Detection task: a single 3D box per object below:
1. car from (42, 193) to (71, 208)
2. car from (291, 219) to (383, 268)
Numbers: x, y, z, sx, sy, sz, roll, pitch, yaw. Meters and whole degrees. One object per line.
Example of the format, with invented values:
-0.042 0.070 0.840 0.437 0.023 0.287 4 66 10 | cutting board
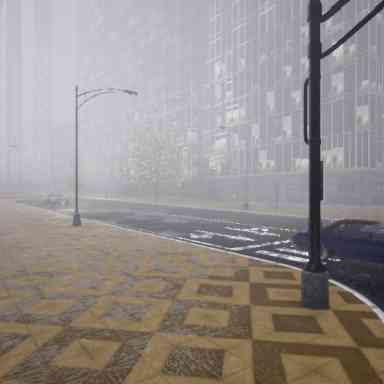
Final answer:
-14.292 0.832 34.970 2.128 1.511 4.902 0 1 -38 | car
5.438 1.533 9.759 1.895 1.301 4.718 0 1 -38 | car
